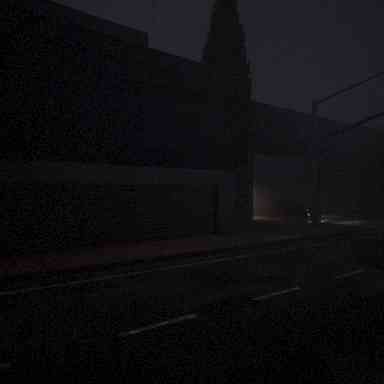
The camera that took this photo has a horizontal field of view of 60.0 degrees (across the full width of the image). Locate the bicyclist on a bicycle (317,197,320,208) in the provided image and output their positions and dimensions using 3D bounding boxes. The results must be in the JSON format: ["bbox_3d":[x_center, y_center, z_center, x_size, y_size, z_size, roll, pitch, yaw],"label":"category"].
[{"bbox_3d":[16.181,1.303,43.227,1.656,1.620,0.582,0,0,-37],"label":"bicyclist on a bicycle"}]

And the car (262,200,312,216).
[{"bbox_3d":[9.387,1.526,33.132,1.812,1.442,4.674,0,0,-37],"label":"car"}]

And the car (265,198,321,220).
[{"bbox_3d":[8.622,1.352,28.306,2.097,1.767,4.553,0,0,-37],"label":"car"}]
